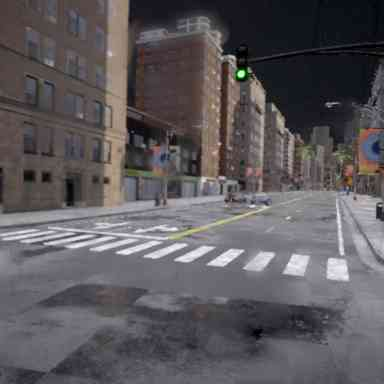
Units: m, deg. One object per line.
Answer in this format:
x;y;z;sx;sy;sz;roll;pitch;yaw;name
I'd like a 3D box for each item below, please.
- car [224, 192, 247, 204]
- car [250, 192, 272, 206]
5.408;0.732;40.804;1.994;1.385;4.181;2;1;24;car
8.255;0.787;39.204;1.812;1.442;4.674;2;1;24;car
